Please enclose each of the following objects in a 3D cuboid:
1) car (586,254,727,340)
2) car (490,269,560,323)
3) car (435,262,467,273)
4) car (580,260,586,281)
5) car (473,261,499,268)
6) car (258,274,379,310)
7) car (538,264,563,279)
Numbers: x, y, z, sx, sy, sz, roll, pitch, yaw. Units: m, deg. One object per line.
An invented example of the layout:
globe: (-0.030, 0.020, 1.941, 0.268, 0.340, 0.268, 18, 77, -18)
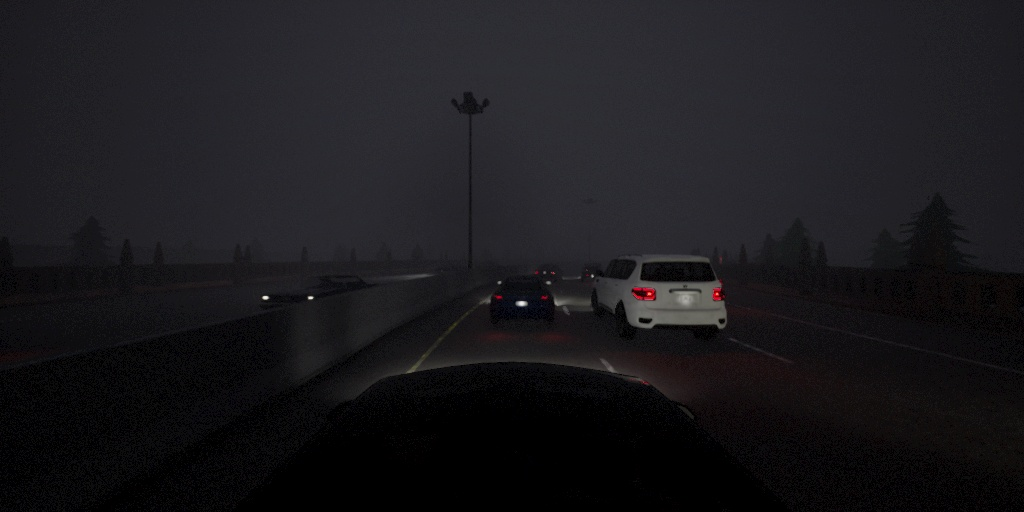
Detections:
car: (3.757, 0.984, 10.214, 2.150, 2.045, 5.566, 0, 0, 2)
car: (0.405, 1.330, 12.229, 1.994, 1.385, 4.181, 0, 0, 4)
car: (-7.394, 1.413, 43.599, 1.895, 1.301, 4.718, 0, 0, 20)
car: (6.805, 1.297, 29.921, 1.837, 1.490, 4.892, 0, 0, 14)
car: (-3.152, 1.320, 44.874, 1.837, 1.490, 4.892, 0, -1, 22)
car: (-6.750, 1.368, 13.158, 1.895, 1.301, 4.718, 0, 0, 4)
car: (3.127, 1.339, 29.908, 2.033, 1.411, 5.357, 0, 0, 14)
